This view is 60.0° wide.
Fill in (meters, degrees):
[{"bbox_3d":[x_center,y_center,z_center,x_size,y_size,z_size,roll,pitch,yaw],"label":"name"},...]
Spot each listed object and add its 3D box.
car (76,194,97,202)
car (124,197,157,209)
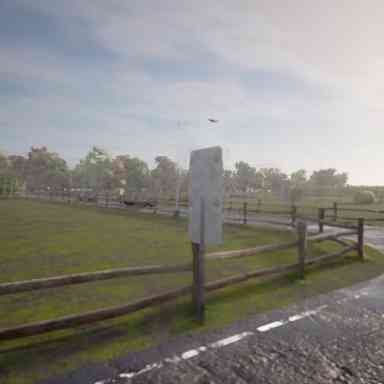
[{"bbox_3d":[-16.358,1.014,51.646,1.895,1.301,4.718,1,0,-36],"label":"car"},{"bbox_3d":[-5.734,1.178,36.958,1.895,1.301,4.718,1,0,-36],"label":"car"}]
